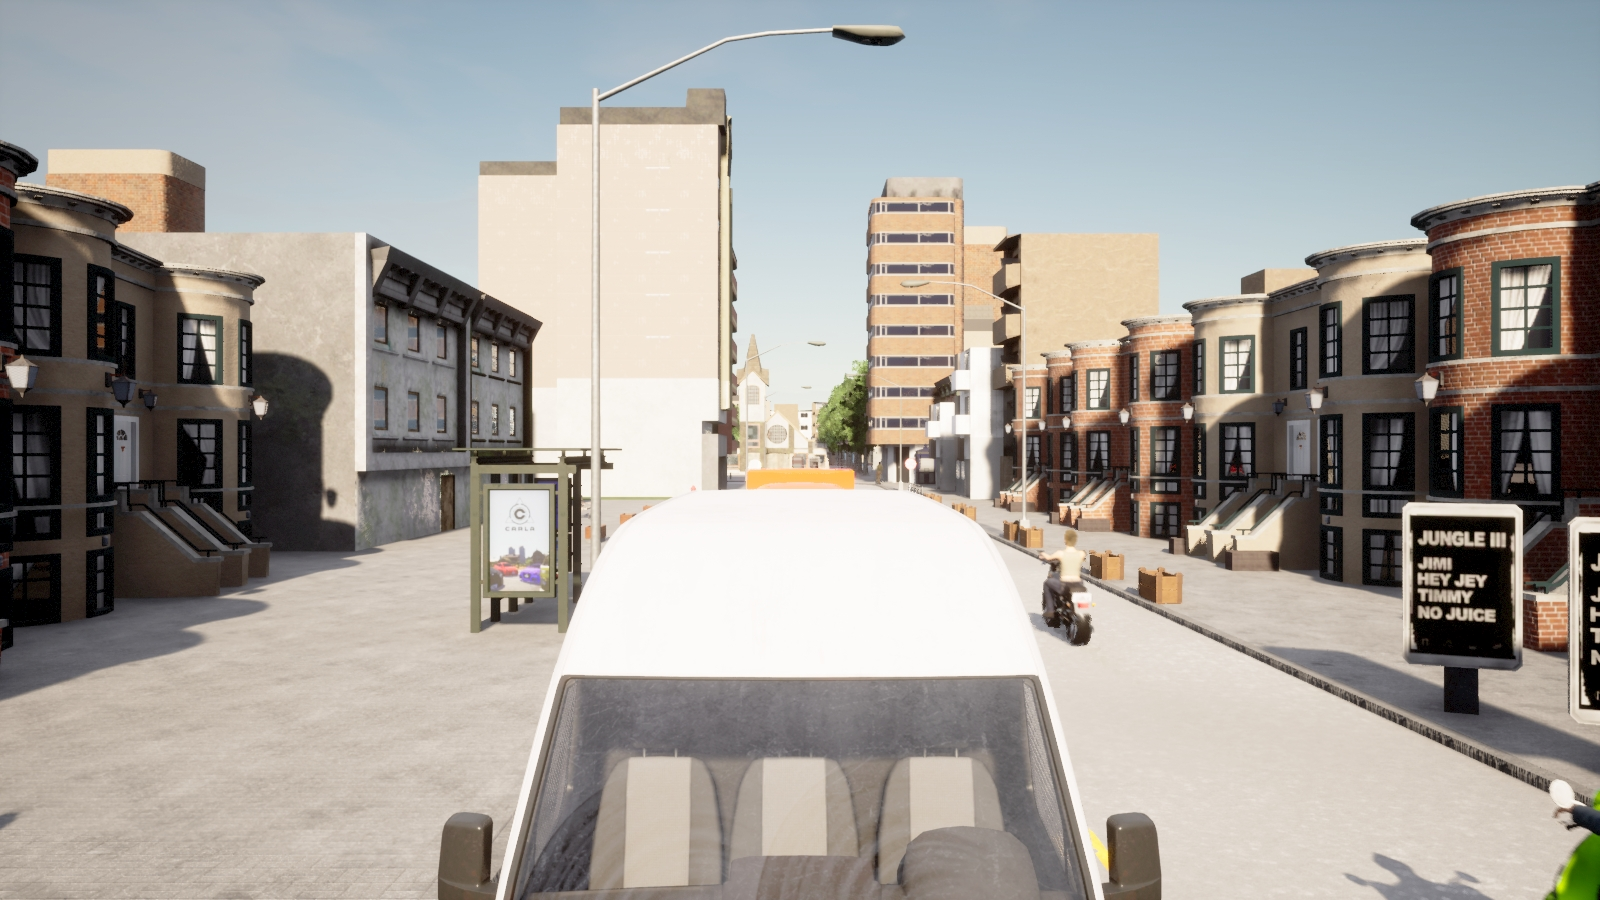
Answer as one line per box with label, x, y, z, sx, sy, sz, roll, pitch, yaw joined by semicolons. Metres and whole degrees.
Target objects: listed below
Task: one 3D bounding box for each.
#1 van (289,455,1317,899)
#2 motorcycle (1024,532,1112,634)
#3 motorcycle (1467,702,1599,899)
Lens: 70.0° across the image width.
van;0.007;1.317;5.167;1.988;2.561;5.915;0;0;0
motorcycle;4.005;1.957;17.265;0.764;1.277;2.356;0;0;0
motorcycle;4.002;1.965;5.214;0.856;1.236;1.805;0;0;0
